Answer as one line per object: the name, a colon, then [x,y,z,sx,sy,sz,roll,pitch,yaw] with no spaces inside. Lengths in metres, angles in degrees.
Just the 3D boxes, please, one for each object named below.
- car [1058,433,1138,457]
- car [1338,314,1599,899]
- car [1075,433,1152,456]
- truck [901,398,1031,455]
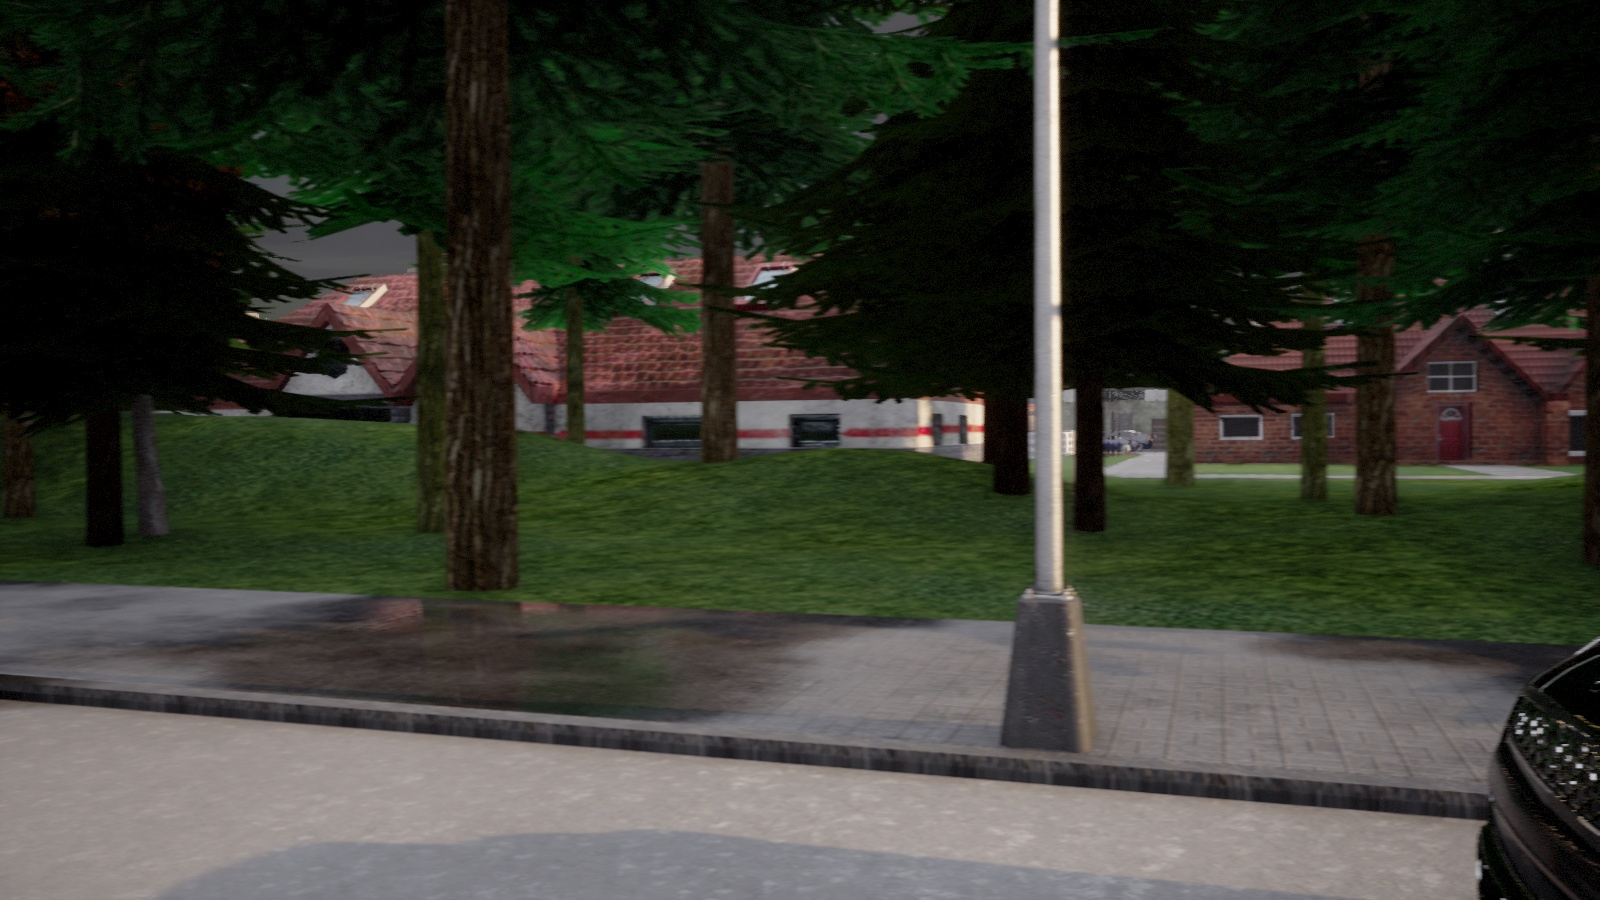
car: [18.937,-0.352,79.821,4.792,1.488,2.163,0,1,19]
car: [3.639,0.653,2.495,4.553,1.767,2.097,1,1,19]
car: [20.811,-0.404,83.410,4.792,1.488,2.163,0,1,19]
truck: [11.437,-1.619,86.552,8.468,3.827,2.891,0,1,18]
